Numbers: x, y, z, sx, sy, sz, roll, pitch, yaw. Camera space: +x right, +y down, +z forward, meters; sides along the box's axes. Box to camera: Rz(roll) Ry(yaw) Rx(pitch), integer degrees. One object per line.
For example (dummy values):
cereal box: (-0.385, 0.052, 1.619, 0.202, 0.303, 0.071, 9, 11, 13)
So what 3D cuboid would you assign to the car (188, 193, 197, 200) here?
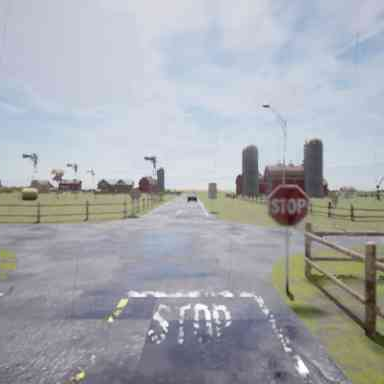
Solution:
car: (0.057, 0.983, 73.717, 1.994, 1.385, 4.181, 0, 0, 0)

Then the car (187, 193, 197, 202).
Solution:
car: (0.048, 1.131, 63.295, 1.882, 1.535, 5.008, 0, 0, 0)
